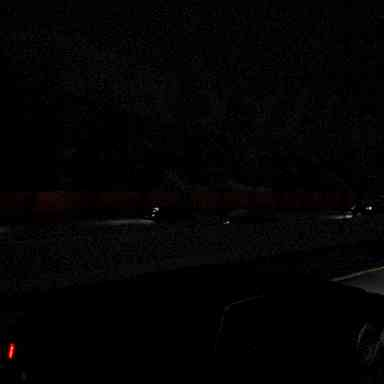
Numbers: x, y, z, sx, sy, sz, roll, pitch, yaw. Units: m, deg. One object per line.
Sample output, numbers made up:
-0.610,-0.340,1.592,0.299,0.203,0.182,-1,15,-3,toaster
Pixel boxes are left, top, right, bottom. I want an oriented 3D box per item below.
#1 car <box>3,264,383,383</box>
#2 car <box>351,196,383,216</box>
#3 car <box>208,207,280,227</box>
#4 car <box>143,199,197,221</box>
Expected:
0.475,1.617,4.085,4.718,1.301,1.895,0,0,-36,car
18.402,1.567,34.306,4.553,1.767,2.097,0,0,-35,car
3.081,1.609,19.091,4.674,1.442,1.812,0,0,-36,car
-1.858,1.443,28.464,4.553,1.767,2.097,0,0,-35,car
